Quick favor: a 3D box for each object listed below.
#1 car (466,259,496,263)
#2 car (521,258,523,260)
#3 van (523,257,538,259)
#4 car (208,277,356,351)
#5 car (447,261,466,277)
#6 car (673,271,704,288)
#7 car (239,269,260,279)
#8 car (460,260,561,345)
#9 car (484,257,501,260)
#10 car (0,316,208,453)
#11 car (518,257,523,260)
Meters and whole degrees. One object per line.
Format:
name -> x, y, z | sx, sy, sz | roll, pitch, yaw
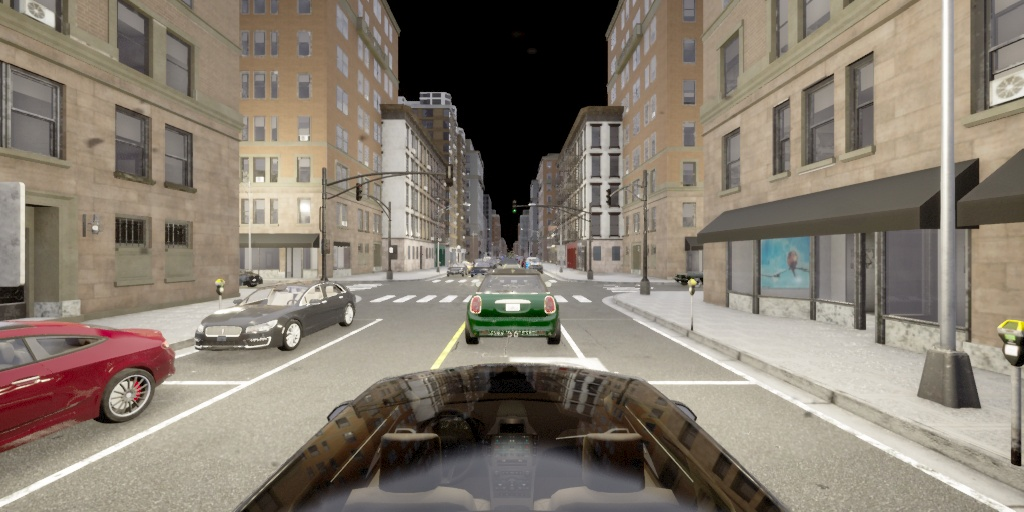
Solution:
car -> -2.878, 1.293, 34.980 | 2.033, 1.411, 5.357 | 0, 0, 1
car -> 2.634, 1.325, 51.932 | 1.802, 1.307, 4.207 | 0, 0, 0
van -> 2.633, 1.085, 46.526 | 1.690, 1.789, 3.998 | 0, 0, 0
car -> -5.390, 1.300, 8.835 | 2.007, 1.370, 4.403 | 0, 0, 0
car -> -5.396, 1.296, 35.711 | 2.007, 1.370, 4.403 | 0, 0, 0
car -> 13.493, 1.431, 24.072 | 4.718, 1.301, 1.895 | 0, 0, 0
car -> -17.146, 1.223, 21.068 | 4.181, 1.385, 1.994 | 0, 0, 0
car -> 0.039, 1.102, 9.678 | 2.097, 1.767, 4.553 | 0, 0, 1
car -> -2.858, 1.249, 47.767 | 1.837, 1.490, 4.892 | 0, 0, 0
car -> -5.389, 1.332, 3.153 | 1.802, 1.307, 4.207 | 0, 0, 0
car -> 2.635, 1.057, 62.744 | 2.192, 1.841, 5.009 | 0, 0, 0
